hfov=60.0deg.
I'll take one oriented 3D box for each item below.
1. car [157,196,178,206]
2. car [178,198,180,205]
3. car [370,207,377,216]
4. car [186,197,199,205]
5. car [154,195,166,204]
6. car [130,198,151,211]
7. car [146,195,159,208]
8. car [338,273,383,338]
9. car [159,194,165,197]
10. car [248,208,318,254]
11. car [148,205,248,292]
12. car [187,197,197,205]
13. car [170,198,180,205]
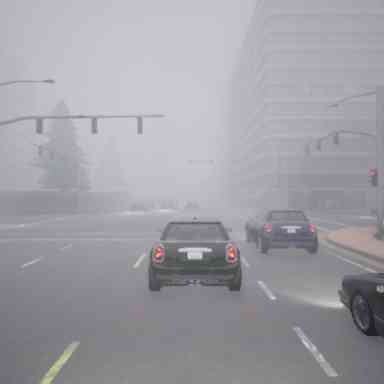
[{"bbox_3d":[-3.622,1.782,50.755,2.128,1.511,4.902,0,0,0],"label":"car"},{"bbox_3d":[-3.601,1.911,60.642,1.994,1.385,4.181,0,0,0],"label":"car"},{"bbox_3d":[19.920,1.676,32.141,5.357,1.411,2.033,0,0,-18],"label":"car"},{"bbox_3d":[0.072,1.814,50.306,1.812,1.442,4.674,0,0,0],"label":"car"},{"bbox_3d":[-7.038,1.650,74.240,2.150,2.045,5.566,0,0,0],"label":"car"},{"bbox_3d":[-7.123,1.861,45.284,1.895,1.301,4.718,0,0,0],"label":"car"},{"bbox_3d":[-7.116,1.663,54.180,2.097,1.767,4.553,0,0,0],"label":"car"},{"bbox_3d":[3.596,1.569,3.661,2.033,1.411,5.357,0,0,0],"label":"car"},{"bbox_3d":[-7.080,1.586,63.595,2.150,2.045,5.566,0,0,0],"label":"car"},{"bbox_3d":[3.583,1.432,14.088,2.097,1.767,4.553,0,0,0],"label":"car"},{"bbox_3d":[0.074,1.405,9.256,2.097,1.767,4.553,0,0,0],"label":"car"},{"bbox_3d":[0.019,1.917,71.637,2.128,1.511,4.902,0,0,0],"label":"car"},{"bbox_3d":[-3.536,2.001,70.773,1.895,1.301,4.718,0,0,0],"label":"car"}]
